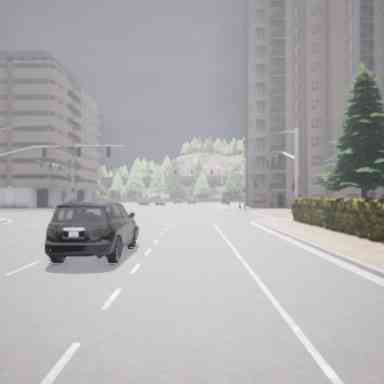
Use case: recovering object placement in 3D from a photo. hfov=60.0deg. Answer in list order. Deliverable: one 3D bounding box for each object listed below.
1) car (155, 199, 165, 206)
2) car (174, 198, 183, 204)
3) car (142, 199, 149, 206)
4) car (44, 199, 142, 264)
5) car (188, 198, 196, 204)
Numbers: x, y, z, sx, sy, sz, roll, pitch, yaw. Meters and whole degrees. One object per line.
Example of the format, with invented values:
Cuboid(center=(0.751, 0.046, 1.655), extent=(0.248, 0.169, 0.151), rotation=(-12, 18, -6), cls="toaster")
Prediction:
Cuboid(center=(-6.990, 2.313, 72.464), extent=(1.837, 1.490, 4.892), rotation=(0, -1, 0), cls="car")
Cuboid(center=(-3.488, 2.298, 83.336), extent=(1.812, 1.442, 4.674), rotation=(0, -1, 0), cls="car")
Cuboid(center=(-10.490, 2.313, 72.466), extent=(1.837, 1.490, 4.892), rotation=(0, -1, 0), cls="car")
Cuboid(center=(-3.491, 1.366, 12.525), extent=(2.150, 2.045, 5.566), rotation=(0, 0, 0), cls="car")
Cuboid(center=(0.012, 2.299, 83.336), extent=(2.128, 1.511, 4.902), rotation=(0, -1, 0), cls="car")
